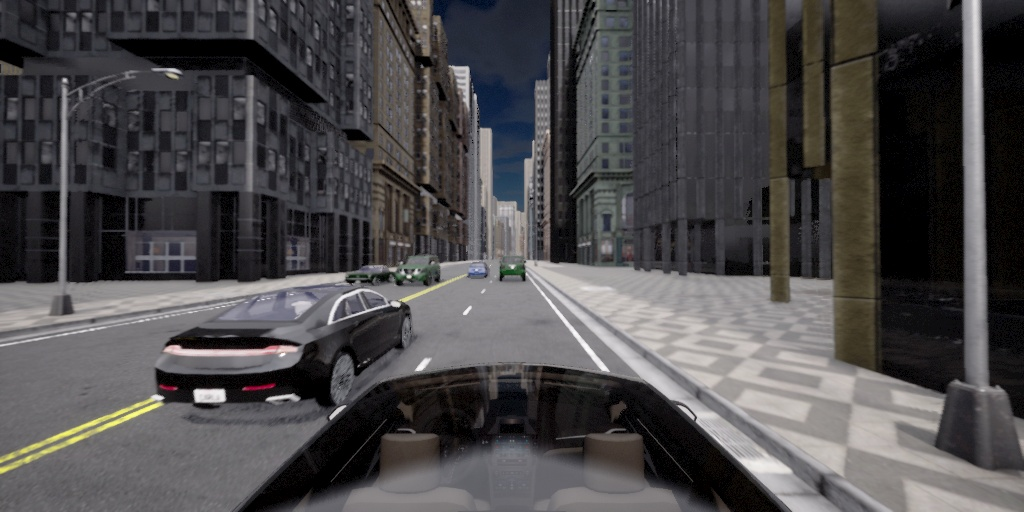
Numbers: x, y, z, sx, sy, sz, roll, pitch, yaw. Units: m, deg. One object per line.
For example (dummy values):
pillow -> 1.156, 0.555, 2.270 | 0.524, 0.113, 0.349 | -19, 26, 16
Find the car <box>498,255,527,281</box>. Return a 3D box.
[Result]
car -> 0.054, 0.964, 30.007 | 2.150, 2.045, 5.566 | 0, 0, 0

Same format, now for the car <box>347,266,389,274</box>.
car -> -9.756, 1.343, 24.946 | 1.895, 1.301, 4.718 | 0, 0, 0

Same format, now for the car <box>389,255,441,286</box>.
car -> -6.500, 0.963, 25.431 | 2.150, 2.045, 5.566 | 0, 0, 0

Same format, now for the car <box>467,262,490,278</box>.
car -> -3.143, 1.287, 34.476 | 2.033, 1.411, 5.357 | 0, 0, 0

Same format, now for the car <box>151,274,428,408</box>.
car -> -3.149, 1.240, 6.162 | 2.128, 1.511, 4.902 | 0, 0, 0
